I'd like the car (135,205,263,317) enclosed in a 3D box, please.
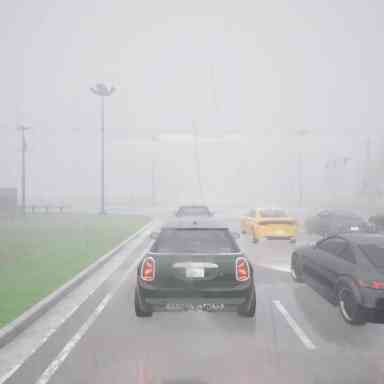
[{"bbox_3d":[0.064,1.352,7.606,2.097,1.767,4.553,0,0,0],"label":"car"}]

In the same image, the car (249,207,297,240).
[{"bbox_3d":[3.586,1.478,16.036,1.882,1.535,5.008,0,0,0],"label":"car"}]

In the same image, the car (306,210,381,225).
[{"bbox_3d":[7.085,1.564,16.460,1.994,1.385,4.181,0,0,0],"label":"car"}]

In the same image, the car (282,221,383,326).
[{"bbox_3d":[3.565,1.564,7.075,1.994,1.385,4.181,0,0,0],"label":"car"}]

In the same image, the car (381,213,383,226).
[{"bbox_3d":[10.586,1.492,16.411,2.128,1.511,4.902,0,0,0],"label":"car"}]
